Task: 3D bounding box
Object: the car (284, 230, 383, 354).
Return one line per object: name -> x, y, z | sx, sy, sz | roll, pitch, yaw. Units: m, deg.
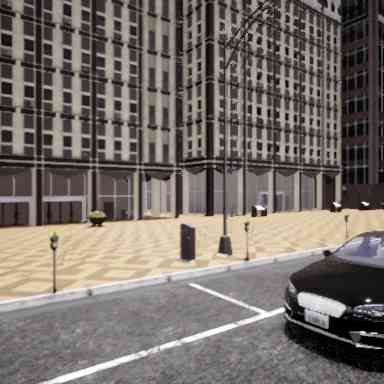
car -> 3.719, 1.490, 6.017 | 4.902, 1.511, 2.128 | 0, 0, -35
